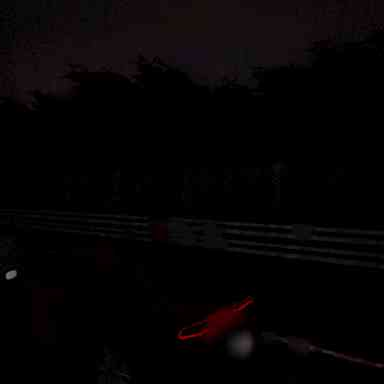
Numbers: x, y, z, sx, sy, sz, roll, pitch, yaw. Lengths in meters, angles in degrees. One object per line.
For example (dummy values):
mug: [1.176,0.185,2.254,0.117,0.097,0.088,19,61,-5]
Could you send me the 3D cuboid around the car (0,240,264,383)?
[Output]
car: [-1.442,1.477,5.018,5.008,1.535,1.882,0,0,35]
